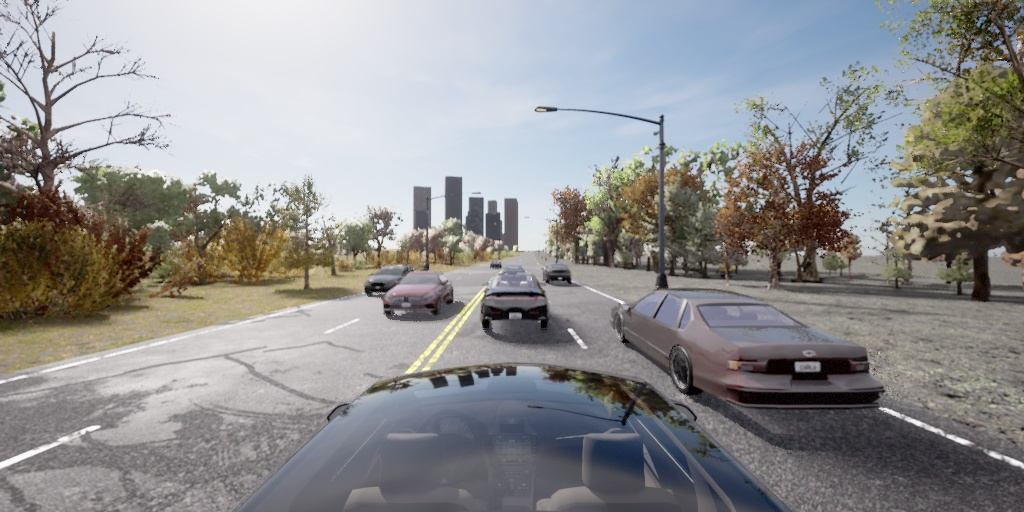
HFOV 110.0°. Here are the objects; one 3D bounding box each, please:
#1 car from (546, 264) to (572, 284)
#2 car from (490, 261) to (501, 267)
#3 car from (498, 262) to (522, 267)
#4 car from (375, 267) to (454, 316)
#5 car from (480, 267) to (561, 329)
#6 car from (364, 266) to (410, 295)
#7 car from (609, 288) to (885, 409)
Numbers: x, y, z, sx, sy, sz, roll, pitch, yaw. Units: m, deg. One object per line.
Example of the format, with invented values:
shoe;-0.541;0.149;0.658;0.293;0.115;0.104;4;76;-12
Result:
car;3.397;1.316;27.692;1.837;1.490;4.892;0;1;0
car;-2.635;1.441;59.838;1.895;1.301;4.718;0;0;2
car;0.145;1.378;28.049;1.994;1.385;4.181;0;0;0
car;-3.377;1.312;13.775;1.812;1.442;4.674;0;0;0
car;0.077;1.273;11.316;2.128;1.511;4.902;0;0;0
car;-6.609;1.307;20.114;1.837;1.490;4.892;0;0;0
car;3.347;1.300;6.572;2.033;1.411;5.357;0;0;0
